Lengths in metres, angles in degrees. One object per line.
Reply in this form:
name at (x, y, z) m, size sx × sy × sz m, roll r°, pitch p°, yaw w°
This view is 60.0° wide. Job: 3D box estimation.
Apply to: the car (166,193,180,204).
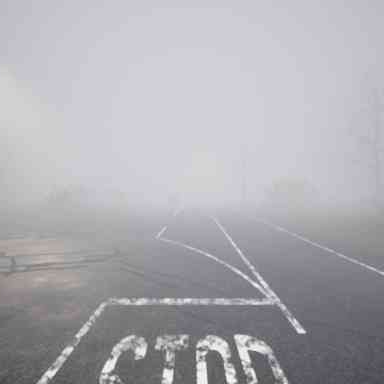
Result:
car at (-3.379, 1.137, 60.105) m, size 2.150 × 2.045 × 5.566 m, roll 0°, pitch 0°, yaw 0°
